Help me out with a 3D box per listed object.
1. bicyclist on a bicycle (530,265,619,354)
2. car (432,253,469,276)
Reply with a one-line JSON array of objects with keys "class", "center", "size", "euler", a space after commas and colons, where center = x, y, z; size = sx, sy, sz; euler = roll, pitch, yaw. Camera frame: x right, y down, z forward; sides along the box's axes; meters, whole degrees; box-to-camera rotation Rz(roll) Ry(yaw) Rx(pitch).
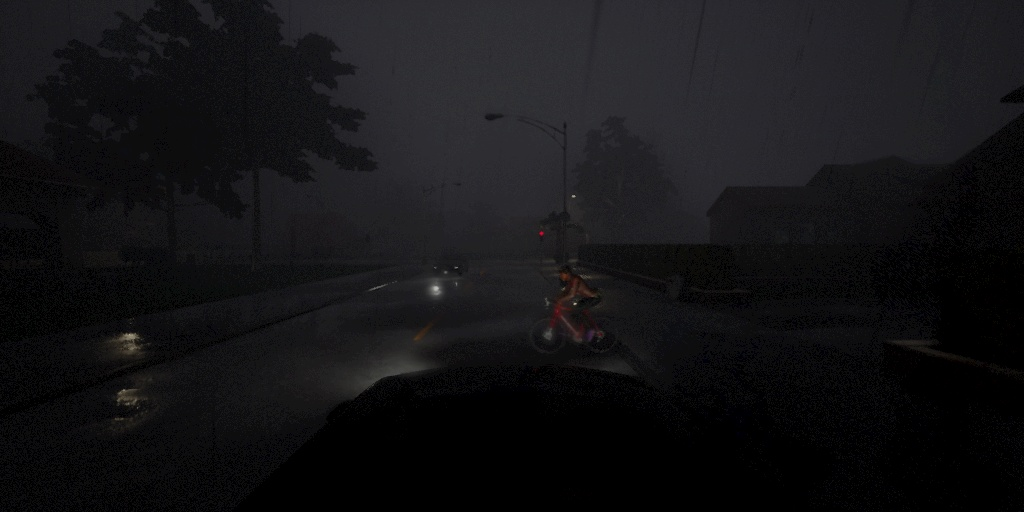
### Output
[{"class": "bicyclist on a bicycle", "center": [1.141, 0.992, 6.566], "size": [1.656, 1.620, 0.582], "euler": [-1, 2, 0]}, {"class": "car", "center": [-4.060, 0.519, 24.543], "size": [2.033, 1.411, 5.357], "euler": [0, 2, 0]}]
